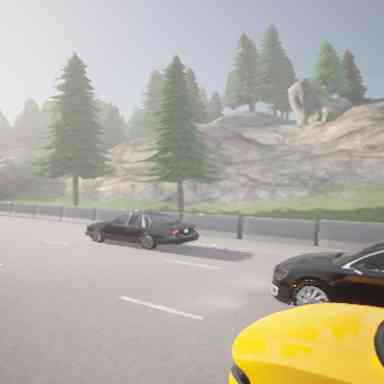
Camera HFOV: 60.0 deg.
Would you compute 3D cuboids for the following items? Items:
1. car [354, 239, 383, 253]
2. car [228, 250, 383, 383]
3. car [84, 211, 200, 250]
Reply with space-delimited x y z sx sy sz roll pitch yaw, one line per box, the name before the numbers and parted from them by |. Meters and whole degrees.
car | 3.789 1.506 5.587 4.892 1.490 1.837 0 0 35
car | 2.607 1.476 2.131 5.008 1.535 1.882 0 0 35
car | -2.271 1.526 14.208 5.357 1.411 2.033 0 0 35
